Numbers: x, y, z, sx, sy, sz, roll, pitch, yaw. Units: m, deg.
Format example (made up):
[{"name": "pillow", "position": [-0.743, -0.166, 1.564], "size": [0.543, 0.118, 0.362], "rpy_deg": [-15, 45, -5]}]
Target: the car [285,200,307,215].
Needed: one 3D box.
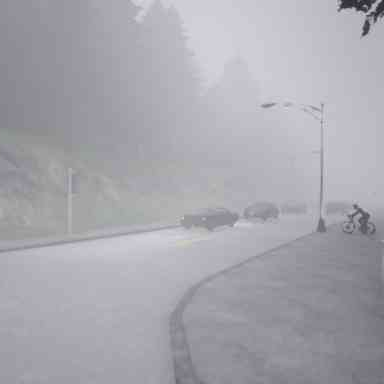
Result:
[{"name": "car", "position": [11.630, 1.686, 37.823], "size": [1.882, 1.535, 5.008], "rpy_deg": [1, 0, 33]}]

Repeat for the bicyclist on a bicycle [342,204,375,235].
[{"name": "bicyclist on a bicycle", "position": [9.028, 1.482, 18.053], "size": [1.656, 1.620, 0.582], "rpy_deg": [1, -1, 32]}]

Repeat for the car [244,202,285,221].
[{"name": "car", "position": [6.154, 1.624, 29.213], "size": [2.128, 1.511, 4.902], "rpy_deg": [1, 0, 32]}]

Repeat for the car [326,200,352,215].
[{"name": "car", "position": [16.431, 1.763, 37.588], "size": [1.837, 1.490, 4.892], "rpy_deg": [1, 0, 33]}]

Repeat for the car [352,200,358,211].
[{"name": "car", "position": [21.836, 1.859, 46.156], "size": [1.812, 1.442, 4.674], "rpy_deg": [1, 0, 33]}]

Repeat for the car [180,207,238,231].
[{"name": "car", "position": [1.208, 1.664, 21.414], "size": [1.895, 1.301, 4.718], "rpy_deg": [1, 0, 32]}]
